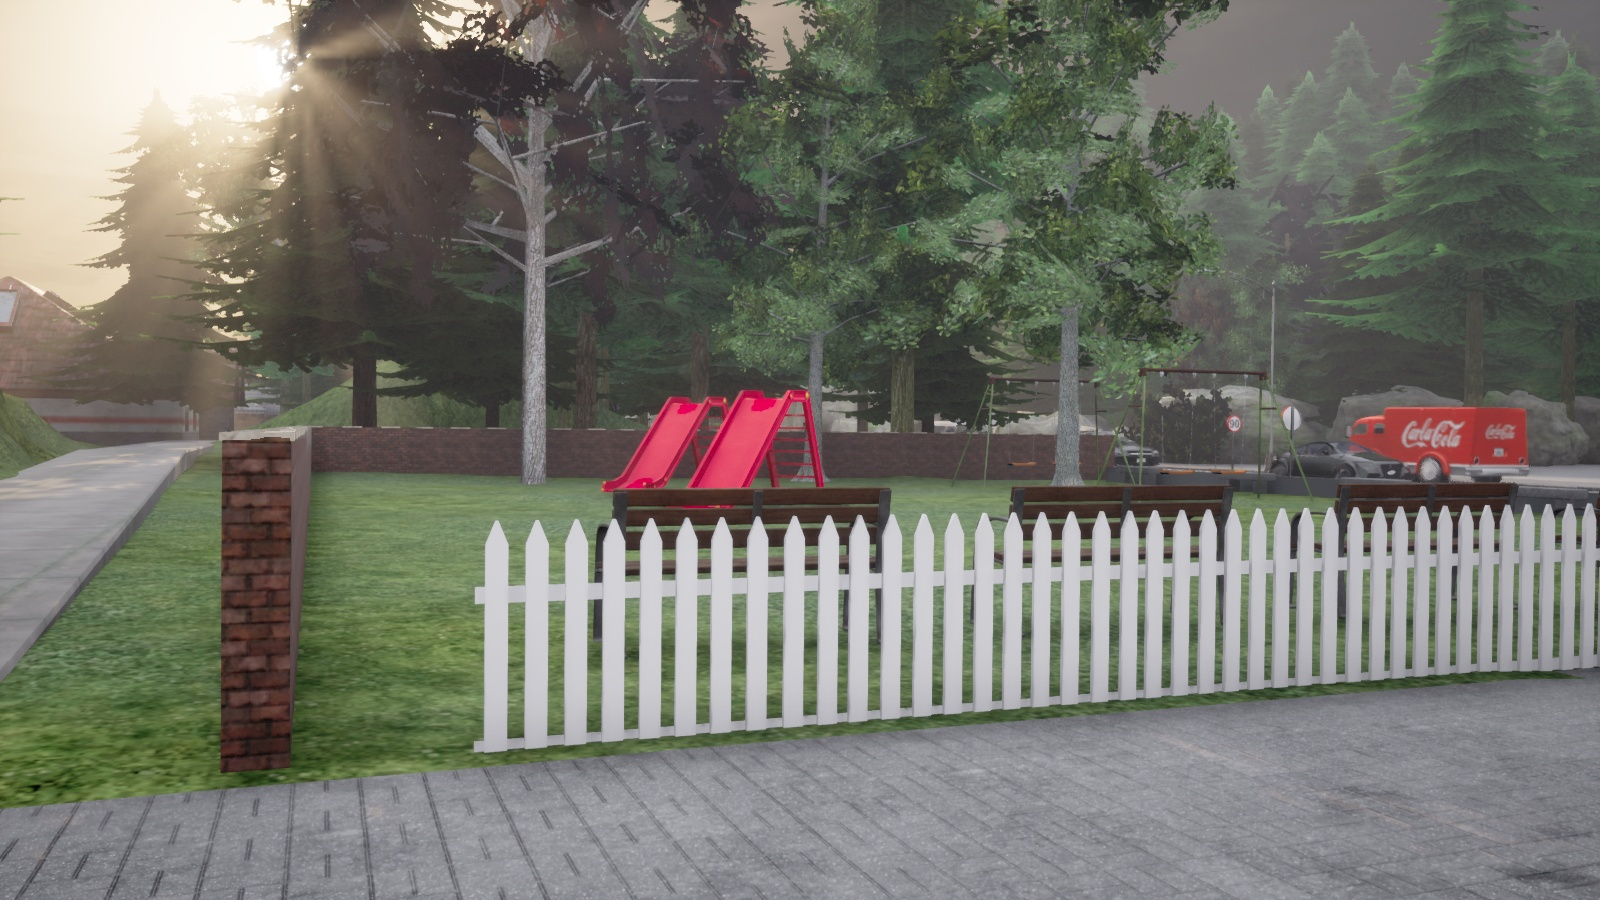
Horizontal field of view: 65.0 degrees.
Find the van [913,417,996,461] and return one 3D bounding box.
[{"bbox_3d":[7.390,-0.542,60.432,2.069,2.038,4.480,-1,1,-21],"label":"van"}]

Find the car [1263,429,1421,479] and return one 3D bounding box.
[{"bbox_3d":[16.129,0.075,37.588,1.994,1.385,4.181,-1,1,-21],"label":"car"}]

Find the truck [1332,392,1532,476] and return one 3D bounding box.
[{"bbox_3d":[19.691,-0.537,39.454,2.627,2.467,5.204,-1,1,-21],"label":"truck"}]

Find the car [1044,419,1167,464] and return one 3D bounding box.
[{"bbox_3d":[11.804,-0.347,48.888,2.152,1.651,5.027,-1,1,-21],"label":"car"}]
